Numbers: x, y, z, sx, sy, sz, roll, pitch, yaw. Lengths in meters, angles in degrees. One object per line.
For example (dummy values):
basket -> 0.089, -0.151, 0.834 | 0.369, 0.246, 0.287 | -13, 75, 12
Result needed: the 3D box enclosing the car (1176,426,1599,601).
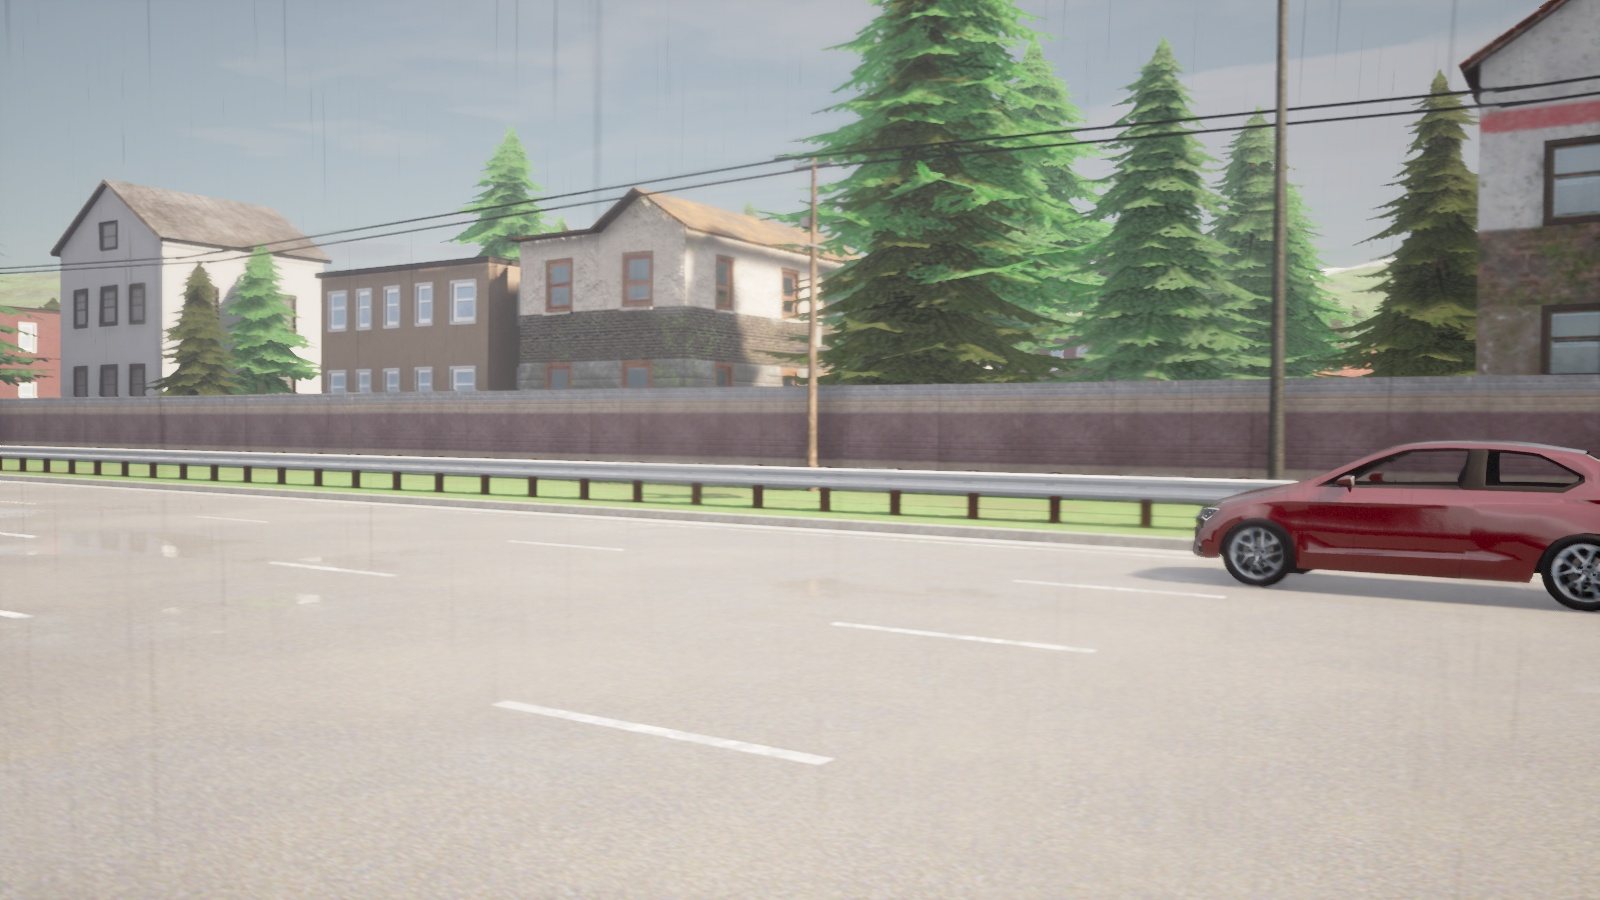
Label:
car -> 6.032, 0.524, 12.219 | 4.193, 1.474, 1.816 | 0, 1, 34
